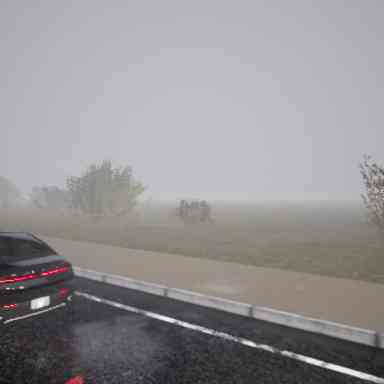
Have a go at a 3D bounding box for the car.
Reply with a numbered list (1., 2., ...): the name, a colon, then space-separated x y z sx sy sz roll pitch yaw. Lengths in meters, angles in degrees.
1. car: -4.364 1.502 6.675 4.892 1.490 1.837 0 0 35
